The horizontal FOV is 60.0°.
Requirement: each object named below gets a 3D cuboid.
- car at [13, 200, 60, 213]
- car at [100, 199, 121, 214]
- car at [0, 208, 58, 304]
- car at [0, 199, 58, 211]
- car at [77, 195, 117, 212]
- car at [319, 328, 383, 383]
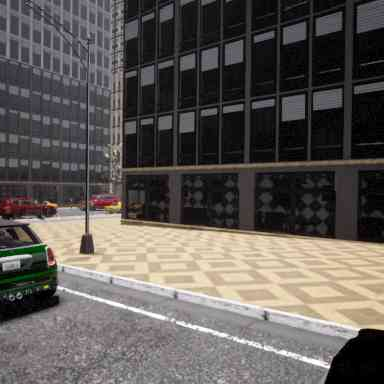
[{"bbox_3d":[-18.394,1.641,39.519,1.752,1.417,4.829,1,0,37],"label":"car"},{"bbox_3d":[-8.099,1.829,39.337,1.752,1.417,4.829,1,0,37],"label":"car"},{"bbox_3d":[-4.984,1.348,7.248,4.553,1.767,2.097,0,0,36],"label":"car"},{"bbox_3d":[-14.913,1.518,30.138,2.192,1.841,5.009,1,0,37],"label":"car"},{"bbox_3d":[-12.195,1.438,43.505,2.150,2.045,5.566,1,0,37],"label":"car"},{"bbox_3d":[3.014,1.601,1.530,4.718,1.301,1.895,0,0,36],"label":"car"}]
